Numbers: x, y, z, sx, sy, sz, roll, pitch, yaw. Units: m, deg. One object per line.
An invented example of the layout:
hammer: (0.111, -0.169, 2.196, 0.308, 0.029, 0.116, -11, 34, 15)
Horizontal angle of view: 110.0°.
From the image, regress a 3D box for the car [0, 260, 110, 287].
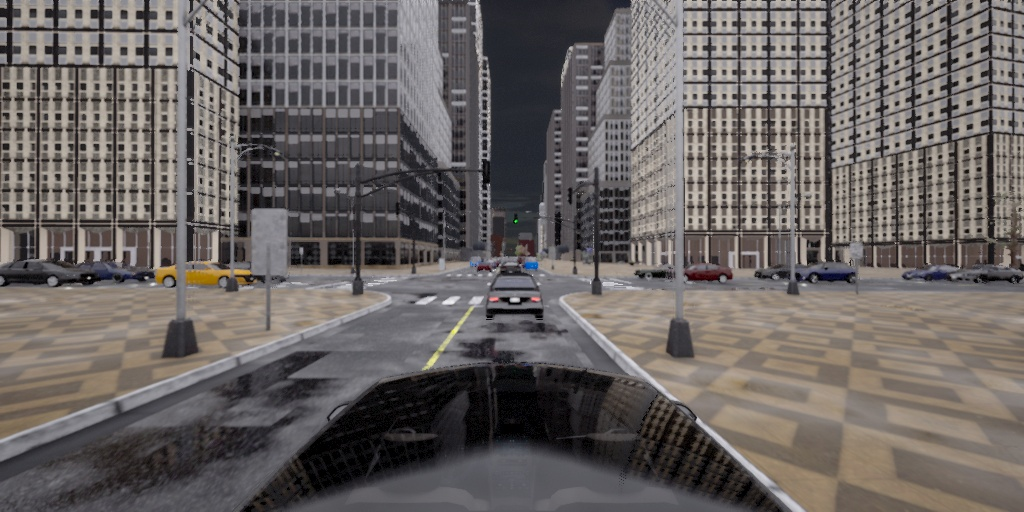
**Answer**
car: (-27.062, 1.015, 20.833, 4.892, 1.490, 1.837, 1, 0, -1)

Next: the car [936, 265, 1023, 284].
car: (38.314, 1.499, 29.136, 4.902, 1.511, 2.128, 0, 0, -2)

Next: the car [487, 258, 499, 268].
car: (-3.272, 1.179, 62.833, 1.882, 1.535, 5.008, 0, 0, 1)

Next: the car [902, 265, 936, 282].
car: (38.099, 1.547, 32.379, 4.674, 1.442, 1.812, 0, 0, -2)

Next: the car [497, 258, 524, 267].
car: (-0.136, 1.203, 33.241, 1.882, 1.535, 5.008, 0, 0, 0)

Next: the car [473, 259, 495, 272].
car: (-3.347, 1.317, 44.114, 1.895, 1.301, 4.718, 0, 0, -2)

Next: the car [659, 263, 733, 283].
car: (14.820, 1.335, 28.533, 5.008, 1.535, 1.882, 0, 0, -1)

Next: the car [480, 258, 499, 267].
car: (-3.302, 1.235, 53.033, 1.812, 1.442, 4.674, 0, 0, 0)

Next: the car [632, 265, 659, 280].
car: (13.285, 1.460, 31.762, 4.718, 1.301, 1.895, 0, 0, -1)

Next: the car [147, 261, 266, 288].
car: (-17.802, 1.064, 21.053, 5.008, 1.535, 1.882, 1, 0, -1)

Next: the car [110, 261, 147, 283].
car: (-27.248, 1.069, 24.078, 5.357, 1.411, 2.033, 0, 0, -1)

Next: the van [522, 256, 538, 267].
van: (2.549, 1.055, 47.550, 1.690, 1.789, 3.998, 0, 0, 0)

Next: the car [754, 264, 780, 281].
car: (24.309, 1.436, 32.014, 4.892, 1.490, 1.837, 0, 0, -1)

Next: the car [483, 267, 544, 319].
car: (0.071, 1.290, 12.667, 2.033, 1.411, 5.357, 0, 0, 0)

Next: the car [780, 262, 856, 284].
car: (24.771, 1.275, 28.777, 4.553, 1.767, 2.097, 0, 0, -1)

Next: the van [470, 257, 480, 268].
van: (-5.935, 1.045, 58.631, 1.690, 1.789, 3.998, 0, 0, 0)

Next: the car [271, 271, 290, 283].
car: (-17.667, 1.126, 24.308, 4.674, 1.442, 1.812, 0, 0, -1)
